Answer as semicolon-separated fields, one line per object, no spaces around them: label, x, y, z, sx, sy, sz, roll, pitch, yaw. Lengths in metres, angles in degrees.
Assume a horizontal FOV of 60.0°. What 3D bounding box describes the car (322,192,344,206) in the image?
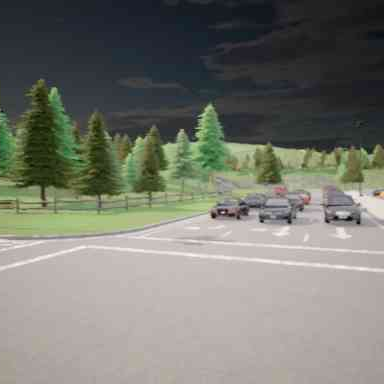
car;15.258;0.692;36.136;1.994;1.385;4.181;0;1;21

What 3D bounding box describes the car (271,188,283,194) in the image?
car;9.659;0.603;41.055;1.882;1.535;5.008;0;1;21

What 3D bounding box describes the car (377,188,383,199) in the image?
car;28.481;0.199;47.975;1.882;1.535;5.008;0;1;22

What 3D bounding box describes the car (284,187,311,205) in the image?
car;12.001;0.506;37.424;2.097;1.767;4.553;0;1;21

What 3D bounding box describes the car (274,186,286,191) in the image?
car;13.485;0.117;50.870;2.150;2.045;5.566;0;1;21

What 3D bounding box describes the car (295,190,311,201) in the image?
car;15.632;0.500;46.756;1.994;1.385;4.181;0;1;21

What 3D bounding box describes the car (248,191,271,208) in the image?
car;5.898;0.857;31.376;1.837;1.490;4.892;0;1;21

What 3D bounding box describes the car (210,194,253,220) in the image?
car;2.709;1.105;23.314;1.994;1.385;4.181;0;1;22

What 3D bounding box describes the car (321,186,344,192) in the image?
car;12.174;0.665;28.204;2.097;1.767;4.553;0;1;21

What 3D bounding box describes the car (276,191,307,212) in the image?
car;8.748;0.876;29.048;1.812;1.442;4.674;0;1;21

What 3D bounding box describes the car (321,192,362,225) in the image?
car;8.828;1.003;19.768;2.128;1.511;4.902;0;1;21

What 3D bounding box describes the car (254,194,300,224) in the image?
car;5.399;1.072;20.733;1.812;1.442;4.674;0;1;22

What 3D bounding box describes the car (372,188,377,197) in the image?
car;32.423;0.058;57.525;1.994;1.385;4.181;0;1;23
